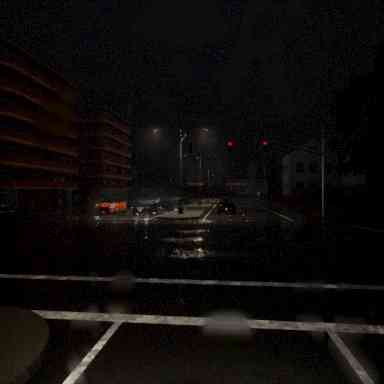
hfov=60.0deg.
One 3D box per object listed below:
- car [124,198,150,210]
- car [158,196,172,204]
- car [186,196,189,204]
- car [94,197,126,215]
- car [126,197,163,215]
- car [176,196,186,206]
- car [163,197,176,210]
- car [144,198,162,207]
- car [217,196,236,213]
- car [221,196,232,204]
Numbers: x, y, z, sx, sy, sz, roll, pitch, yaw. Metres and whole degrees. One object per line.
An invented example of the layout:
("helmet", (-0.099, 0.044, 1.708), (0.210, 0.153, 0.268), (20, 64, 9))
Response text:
("car", (-7.186, 1.545, 44.059), (2.033, 1.411, 5.357), (0, 0, 6))
("car", (-5.114, 1.563, 63.856), (1.994, 1.385, 4.181), (0, 0, 6))
("car", (-1.682, 1.504, 63.022), (1.837, 1.490, 4.892), (0, 0, 7))
("car", (-8.238, 1.351, 33.954), (2.097, 1.767, 4.553), (0, 0, 6))
("car", (-4.702, 1.492, 34.039), (2.128, 1.511, 4.902), (0, 0, 6))
("car", (-2.727, 1.490, 53.119), (2.128, 1.511, 4.902), (0, 0, 6))
("car", (-3.706, 1.598, 43.745), (1.895, 1.301, 4.718), (0, 0, 6))
("car", (-6.179, 1.600, 53.769), (1.895, 1.301, 4.718), (0, 0, 6))
("car", (3.818, 1.504, 36.772), (1.837, 1.490, 4.892), (0, 0, 6))
("car", (6.522, 1.490, 63.040), (2.128, 1.511, 4.902), (0, 0, 6))
